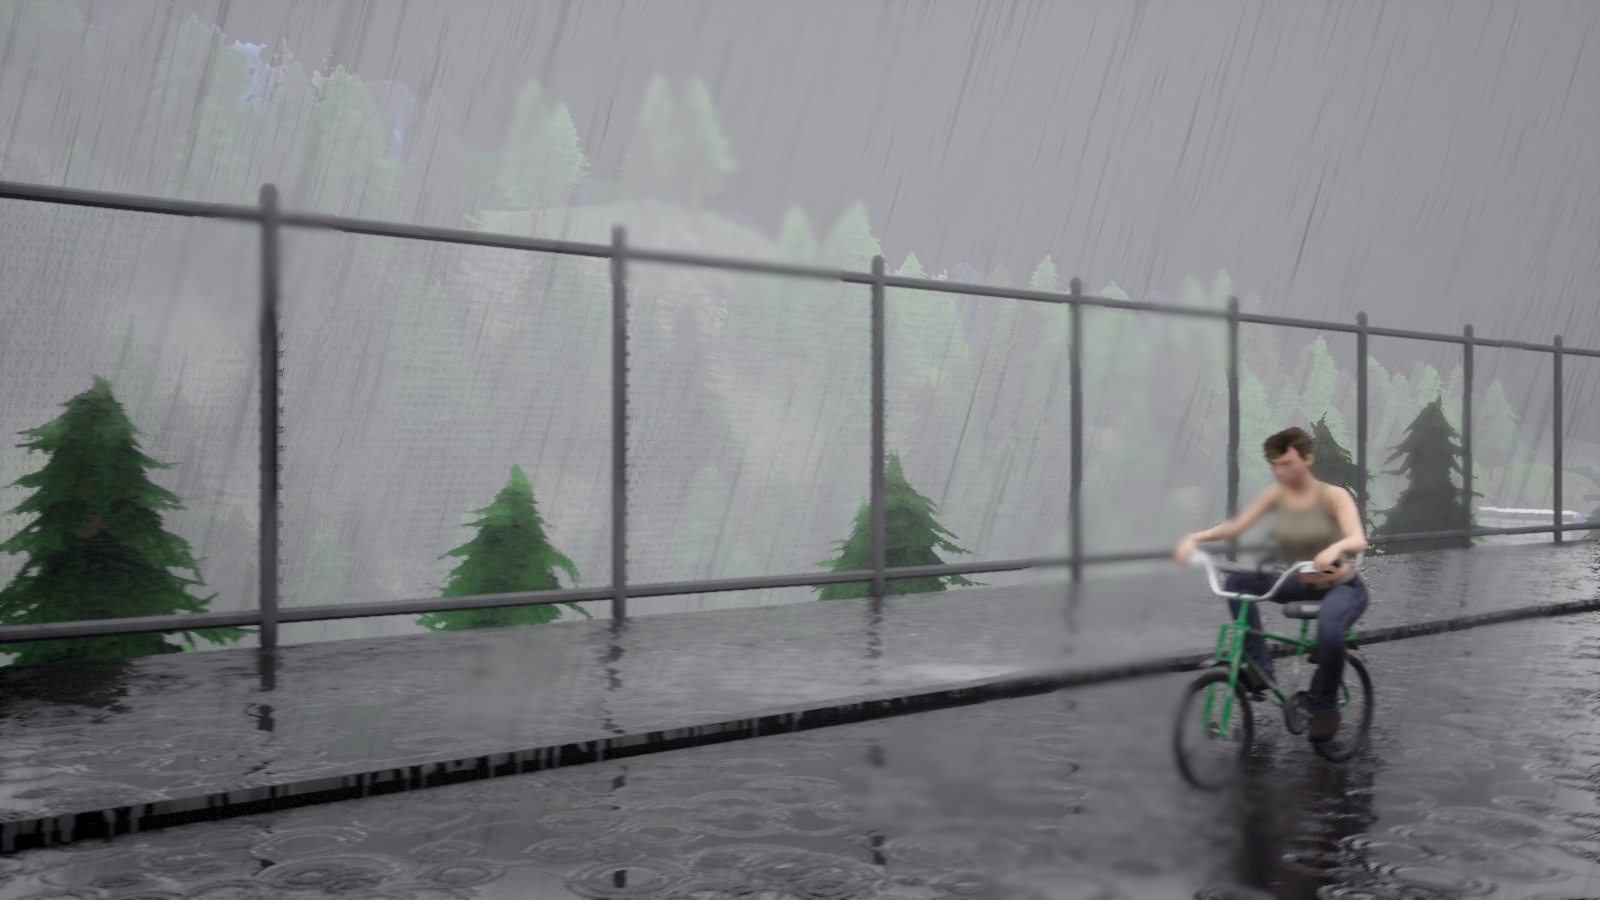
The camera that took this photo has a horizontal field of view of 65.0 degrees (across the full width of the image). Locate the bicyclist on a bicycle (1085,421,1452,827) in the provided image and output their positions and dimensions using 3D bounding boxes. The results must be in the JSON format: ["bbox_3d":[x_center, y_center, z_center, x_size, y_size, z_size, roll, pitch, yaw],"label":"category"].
[{"bbox_3d":[2.161,0.691,5.765,1.509,1.612,0.866,0,0,-35],"label":"bicyclist on a bicycle"}]
